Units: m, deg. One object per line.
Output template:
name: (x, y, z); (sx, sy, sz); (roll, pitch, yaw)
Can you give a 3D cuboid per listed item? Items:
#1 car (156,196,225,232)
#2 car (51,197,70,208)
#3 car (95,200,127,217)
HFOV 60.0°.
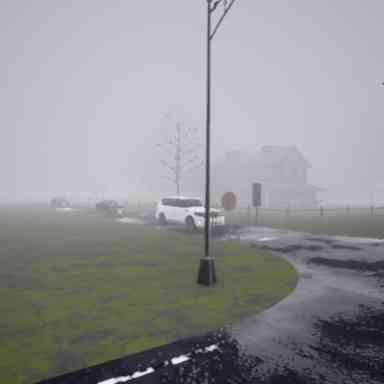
car: (-0.263, 1.315, 21.507); (2.150, 2.045, 5.566); (1, 0, -35)
car: (-19.350, 1.508, 48.775); (2.128, 1.511, 4.902); (1, 0, -35)
car: (-7.965, 1.549, 32.446); (2.128, 1.511, 4.902); (1, 0, -35)
